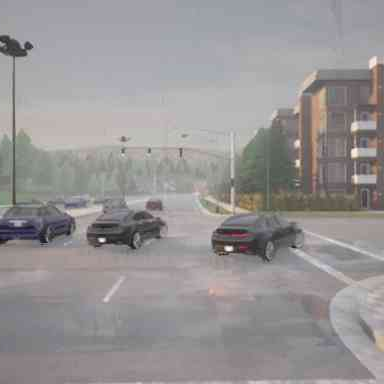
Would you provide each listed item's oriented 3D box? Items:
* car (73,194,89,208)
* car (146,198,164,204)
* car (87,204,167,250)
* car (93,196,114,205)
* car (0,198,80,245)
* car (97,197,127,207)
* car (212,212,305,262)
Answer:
[{"bbox_3d":[-16.279,1.489,46.807,1.882,1.535,5.008,0,0,0],"label":"car"},{"bbox_3d":[-4.550,1.487,41.283,1.882,1.535,5.008,0,0,-1],"label":"car"},{"bbox_3d":[-2.630,1.508,14.516,1.837,1.490,4.892,-2,0,16],"label":"car"},{"bbox_3d":[-16.258,1.562,60.107,2.033,1.411,5.357,0,0,0],"label":"car"},{"bbox_3d":[-7.170,1.356,15.731,2.097,1.767,4.553,0,0,-2],"label":"car"},{"bbox_3d":[-7.882,1.555,34.270,2.033,1.411,5.357,0,0,-2],"label":"car"},{"bbox_3d":[2.578,1.508,12.324,1.837,1.490,4.892,-3,-2,36],"label":"car"}]
